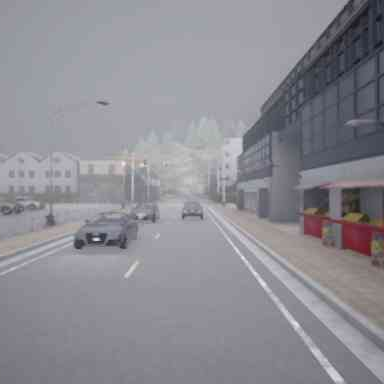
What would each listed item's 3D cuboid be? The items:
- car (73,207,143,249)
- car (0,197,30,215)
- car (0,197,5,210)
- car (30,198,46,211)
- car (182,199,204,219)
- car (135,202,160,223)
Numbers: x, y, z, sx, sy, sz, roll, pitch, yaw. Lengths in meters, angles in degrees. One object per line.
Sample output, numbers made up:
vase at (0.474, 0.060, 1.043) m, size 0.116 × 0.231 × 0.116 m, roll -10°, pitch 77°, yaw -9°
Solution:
car at (-3.550, 1.574, 14.362) m, size 1.994 × 1.385 × 4.181 m, roll 0°, pitch 0°, yaw 0°
car at (-17.687, 1.192, 29.573) m, size 5.027 × 1.636 × 2.152 m, roll 0°, pitch 0°, yaw 0°
car at (-25.068, 1.345, 39.646) m, size 4.514 × 1.523 × 2.007 m, roll 0°, pitch 0°, yaw 0°
car at (-18.016, 1.274, 35.990) m, size 3.806 × 1.475 × 1.970 m, roll 0°, pitch 0°, yaw 0°
car at (0.052, 1.564, 28.779) m, size 2.033 × 1.411 × 5.357 m, roll 0°, pitch 0°, yaw 0°
car at (-3.558, 1.508, 25.881) m, size 2.128 × 1.511 × 4.902 m, roll 0°, pitch 0°, yaw 0°
